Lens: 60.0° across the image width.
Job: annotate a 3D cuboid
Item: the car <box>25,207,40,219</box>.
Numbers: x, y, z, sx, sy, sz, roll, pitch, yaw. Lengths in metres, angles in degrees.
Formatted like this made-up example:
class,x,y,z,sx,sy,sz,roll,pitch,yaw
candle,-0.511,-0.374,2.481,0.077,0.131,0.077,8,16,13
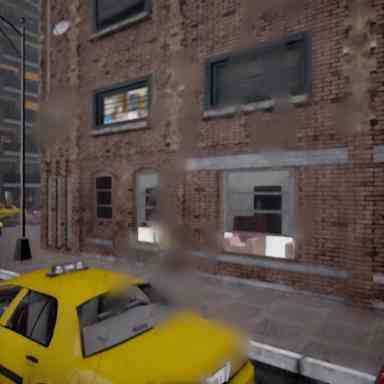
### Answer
class,x,y,z,sx,sy,sz,roll,pitch,yaw
car,-13.055,1.641,31.667,2.097,1.767,4.553,0,-1,35

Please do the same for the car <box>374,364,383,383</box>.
class,x,y,z,sx,sy,sz,roll,pitch,yaw
car,3.084,1.322,0.678,5.009,1.841,2.192,0,0,36

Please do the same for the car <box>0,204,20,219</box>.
class,x,y,z,sx,sy,sz,roll,pitch,yaw
car,-17.415,1.743,29.982,1.752,1.417,4.829,-1,-2,35

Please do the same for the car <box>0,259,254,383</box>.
class,x,y,z,sx,sy,sz,roll,pitch,yaw
car,-1.681,1.515,4.077,4.829,1.417,1.752,0,0,36
